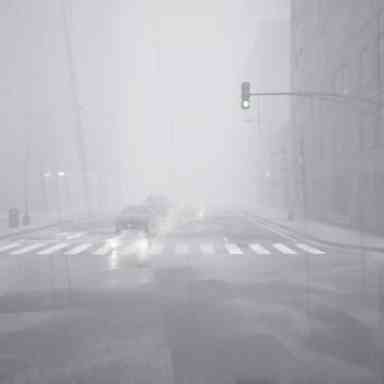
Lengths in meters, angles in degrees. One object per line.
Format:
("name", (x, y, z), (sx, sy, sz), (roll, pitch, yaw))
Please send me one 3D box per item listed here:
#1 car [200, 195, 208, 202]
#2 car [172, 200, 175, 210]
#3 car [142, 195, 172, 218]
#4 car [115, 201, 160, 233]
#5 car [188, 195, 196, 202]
("car", (3.271, 1.789, 86.497), (1.812, 1.442, 4.674), (0, 0, 0))
("car", (-3.316, 1.631, 44.596), (1.812, 1.442, 4.674), (0, 0, 0))
("car", (-3.346, 1.298, 31.200), (2.150, 2.045, 5.566), (0, 0, 0))
("car", (-3.338, 1.528, 20.334), (1.882, 1.535, 5.008), (0, 0, 0))
("car", (0.022, 1.780, 86.498), (1.812, 1.442, 4.674), (0, 0, 0))
